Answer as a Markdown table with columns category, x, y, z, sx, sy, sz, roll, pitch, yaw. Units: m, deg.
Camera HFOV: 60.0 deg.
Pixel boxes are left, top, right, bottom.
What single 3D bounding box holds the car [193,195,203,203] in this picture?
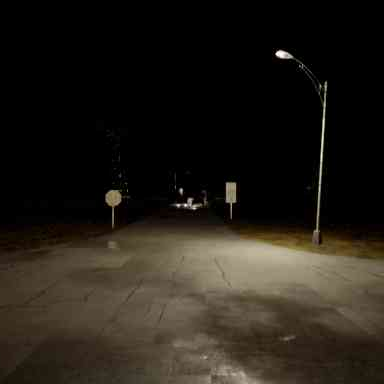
| category | x | y | z | sx | sy | sz | roll | pitch | yaw |
| --- | --- | --- | --- | --- | --- | --- | --- | --- | --- |
| car | 1.204 | 1.362 | 64.729 | 1.994 | 1.385 | 4.181 | 0 | 0 | 1 |

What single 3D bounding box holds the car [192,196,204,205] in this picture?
| category | x | y | z | sx | sy | sz | roll | pitch | yaw |
| --- | --- | --- | --- | --- | --- | --- | --- | --- | --- |
| car | 1.017 | 1.412 | 54.678 | 1.994 | 1.385 | 4.181 | 0 | 0 | 1 |

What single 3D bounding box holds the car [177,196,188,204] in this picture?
| category | x | y | z | sx | sy | sz | roll | pitch | yaw |
| --- | --- | --- | --- | --- | --- | --- | --- | --- | --- |
| car | -1.654 | 1.374 | 58.942 | 2.033 | 1.411 | 5.357 | 0 | 0 | 1 |
